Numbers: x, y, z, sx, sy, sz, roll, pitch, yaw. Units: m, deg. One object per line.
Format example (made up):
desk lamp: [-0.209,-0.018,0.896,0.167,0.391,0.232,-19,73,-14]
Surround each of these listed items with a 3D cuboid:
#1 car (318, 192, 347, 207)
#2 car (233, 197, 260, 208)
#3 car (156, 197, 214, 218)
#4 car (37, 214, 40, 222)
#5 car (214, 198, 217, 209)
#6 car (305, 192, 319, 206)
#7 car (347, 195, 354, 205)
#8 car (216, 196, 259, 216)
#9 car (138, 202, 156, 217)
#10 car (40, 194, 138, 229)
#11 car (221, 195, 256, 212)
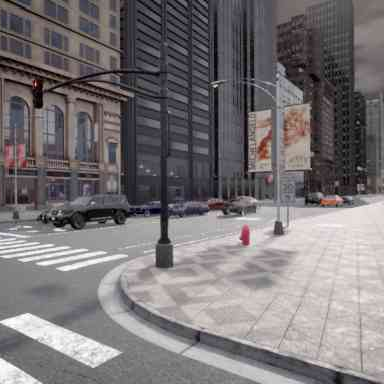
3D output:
car: [19.974,1.188,47.129,2.097,1.767,4.553,-1,0,36]
car: [7.760,1.445,47.050,1.812,1.442,4.674,-1,0,36]
car: [-0.510,1.485,29.919,2.033,1.411,5.357,-1,0,35]
car: [-8.815,1.550,23.862,1.994,1.385,4.181,-1,0,36]
car: [1.983,1.418,39.007,1.882,1.535,5.008,-1,0,36]
car: [19.248,1.079,51.709,2.150,2.045,5.566,-1,0,36]
car: [25.364,1.331,54.690,1.837,1.490,4.892,-1,0,36]
car: [4.586,1.409,31.144,1.837,1.490,4.892,0,0,36]
car: [-3.738,1.565,30.991,1.895,1.301,4.718,-1,0,35]
car: [-6.461,1.186,21.572,2.150,2.045,5.566,-1,0,35]
car: [5.412,1.265,38.188,2.097,1.767,4.553,-1,0,36]
